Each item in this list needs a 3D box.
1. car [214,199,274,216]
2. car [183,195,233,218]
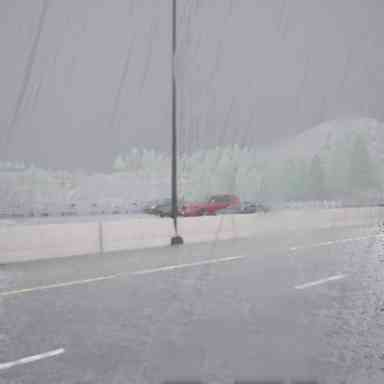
[{"bbox_3d":[3.749,1.485,23.861,4.902,1.511,2.128,0,0,-35],"label":"car"},{"bbox_3d":[1.598,1.214,26.627,5.566,2.045,2.150,0,0,-35],"label":"car"}]
